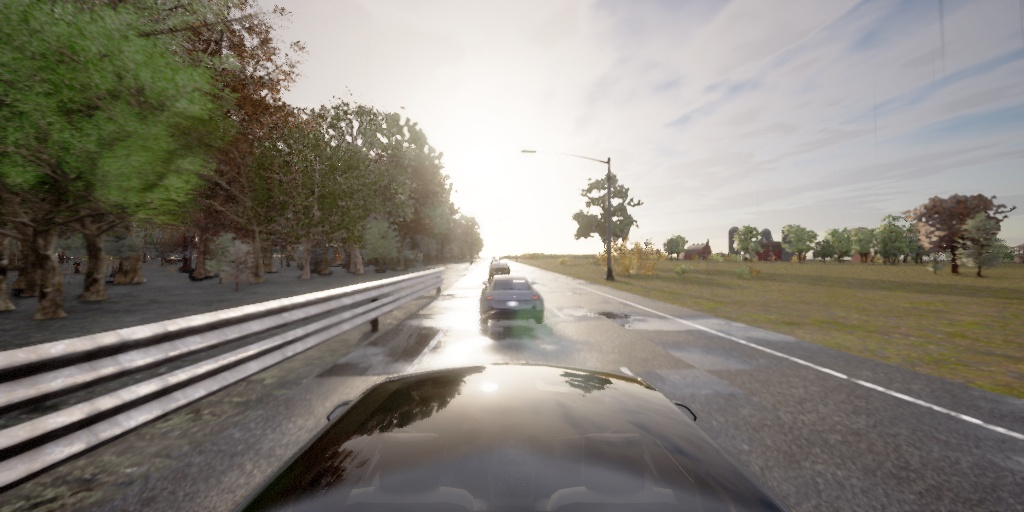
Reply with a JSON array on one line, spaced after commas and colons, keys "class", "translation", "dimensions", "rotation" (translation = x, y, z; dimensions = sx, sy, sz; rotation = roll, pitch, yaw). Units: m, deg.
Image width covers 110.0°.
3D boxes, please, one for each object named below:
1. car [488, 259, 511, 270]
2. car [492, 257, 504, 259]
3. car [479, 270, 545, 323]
[{"class": "car", "translation": [-1.105, 1.258, 31.632], "dimensions": [1.882, 1.535, 5.008], "rotation": [0, 0, -3]}, {"class": "car", "translation": [-2.753, 1.286, 63.058], "dimensions": [2.128, 1.511, 4.902], "rotation": [0, 0, -3]}, {"class": "car", "translation": [-0.082, 1.329, 12.151], "dimensions": [1.994, 1.385, 4.181], "rotation": [0, 0, -3]}]
